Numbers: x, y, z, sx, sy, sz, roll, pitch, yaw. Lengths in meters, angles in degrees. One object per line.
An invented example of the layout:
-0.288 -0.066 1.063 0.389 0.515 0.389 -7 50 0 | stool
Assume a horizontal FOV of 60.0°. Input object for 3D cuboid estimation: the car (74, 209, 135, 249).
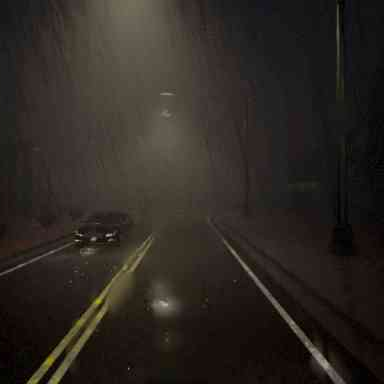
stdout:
-3.818 1.596 15.185 1.837 1.490 4.892 -1 0 -1 | car
